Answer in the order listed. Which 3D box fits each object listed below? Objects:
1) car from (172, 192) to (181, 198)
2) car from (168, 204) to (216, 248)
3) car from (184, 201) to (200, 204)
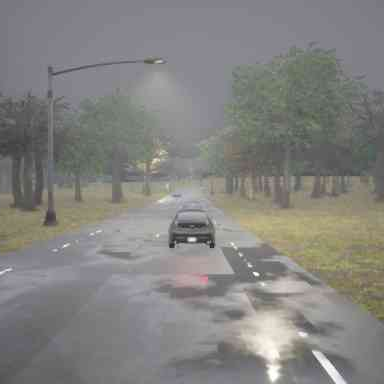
[{"bbox_3d":[-3.500,0.649,76.728,1.882,1.535,5.008,0,2,0],"label":"car"},{"bbox_3d":[0.000,1.499,14.651,1.837,1.490,4.892,0,0,0],"label":"car"},{"bbox_3d":[0.000,1.522,29.652,2.033,1.411,5.357,0,0,0],"label":"car"}]
